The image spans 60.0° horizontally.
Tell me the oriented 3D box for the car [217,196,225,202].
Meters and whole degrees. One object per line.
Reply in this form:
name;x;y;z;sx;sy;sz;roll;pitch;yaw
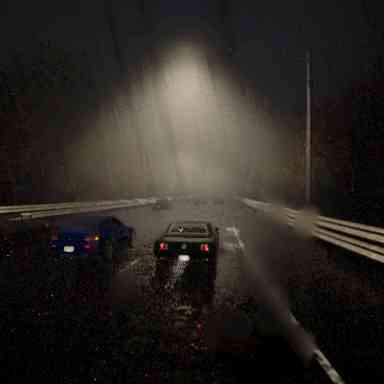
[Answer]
car;8.307;1.994;94.939;2.128;1.511;4.902;0;0;6

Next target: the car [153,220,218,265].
car;0.000;1.662;11.984;1.895;1.301;4.718;0;0;6

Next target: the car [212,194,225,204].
car;5.902;1.721;70.912;2.097;1.767;4.553;0;0;6

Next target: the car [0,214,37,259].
car;-6.964;1.562;12.676;2.033;1.411;5.357;0;0;6

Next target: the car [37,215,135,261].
car;-3.481;1.565;12.329;1.812;1.442;4.674;0;0;6

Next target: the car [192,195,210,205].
car;1.796;1.664;65.022;2.097;1.767;4.553;0;0;6

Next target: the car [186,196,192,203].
car;-0.279;1.830;79.446;1.882;1.535;5.008;0;0;6

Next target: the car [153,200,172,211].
car;-3.869;1.710;43.591;1.812;1.442;4.674;0;0;6
